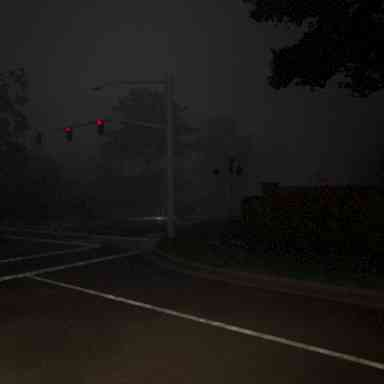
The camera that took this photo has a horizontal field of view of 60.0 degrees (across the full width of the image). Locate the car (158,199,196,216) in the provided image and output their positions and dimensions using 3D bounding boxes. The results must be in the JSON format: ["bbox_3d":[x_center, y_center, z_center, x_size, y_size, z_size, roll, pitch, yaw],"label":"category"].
[{"bbox_3d":[-1.530,1.579,35.107,2.097,1.767,4.553,-1,-1,35],"label":"car"}]
